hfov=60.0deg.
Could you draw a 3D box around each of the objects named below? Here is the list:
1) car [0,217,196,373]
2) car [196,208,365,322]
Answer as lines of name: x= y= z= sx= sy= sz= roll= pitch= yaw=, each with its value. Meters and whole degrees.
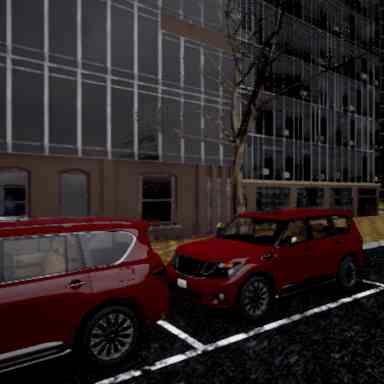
car: x=-2.653 y=1.315 z=4.209 sx=5.009 sy=1.841 sz=2.192 roll=0 pitch=0 yaw=-35
car: x=1.873 y=1.320 z=7.436 sx=5.009 sy=1.841 sz=2.192 roll=0 pitch=0 yaw=-35
